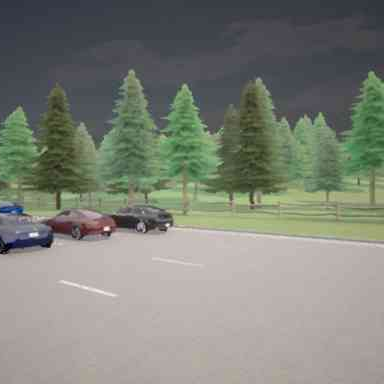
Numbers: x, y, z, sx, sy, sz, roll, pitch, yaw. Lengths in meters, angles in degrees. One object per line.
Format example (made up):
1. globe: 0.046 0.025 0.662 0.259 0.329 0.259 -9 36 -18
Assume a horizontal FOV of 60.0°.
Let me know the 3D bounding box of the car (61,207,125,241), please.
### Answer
1. car: -5.777 1.516 16.631 4.674 1.442 1.812 0 0 36

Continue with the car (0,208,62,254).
1. car: -7.513 1.555 13.566 4.181 1.385 1.994 0 0 36

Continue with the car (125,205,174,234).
1. car: -3.256 1.498 19.124 4.892 1.490 1.837 1 0 36

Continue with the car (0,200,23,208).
1. car: -16.412 1.457 28.502 5.008 1.535 1.882 1 0 36
